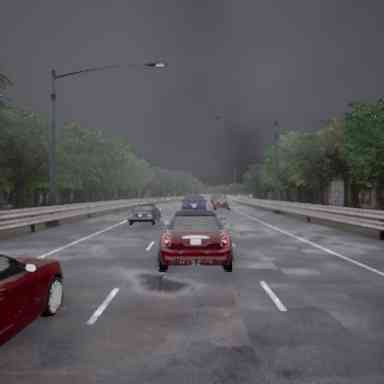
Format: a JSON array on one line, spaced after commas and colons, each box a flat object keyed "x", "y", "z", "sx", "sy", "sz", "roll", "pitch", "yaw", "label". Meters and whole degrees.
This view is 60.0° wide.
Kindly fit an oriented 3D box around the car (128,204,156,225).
[{"x": -3.356, "y": 1.599, "z": 24.245, "sx": 2.033, "sy": 1.411, "sz": 5.357, "roll": 0, "pitch": 0, "yaw": 1, "label": "car"}]

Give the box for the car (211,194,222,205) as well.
[{"x": 4.856, "y": 1.530, "z": 67.763, "sx": 2.150, "sy": 2.045, "sz": 5.566, "roll": 0, "pitch": -1, "yaw": 3, "label": "car"}]

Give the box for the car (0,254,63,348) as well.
[{"x": -3.400, "y": 1.481, "z": 4.432, "sx": 1.882, "sy": 1.535, "sz": 5.008, "roll": 0, "pitch": 0, "yaw": 0, "label": "car"}]

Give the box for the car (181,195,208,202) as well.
[{"x": 0.211, "y": 1.296, "z": 30.034, "sx": 2.150, "sy": 2.045, "sz": 5.566, "roll": 0, "pitch": 0, "yaw": 1, "label": "car"}]

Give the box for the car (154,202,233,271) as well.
[{"x": 0.101, "y": 1.366, "z": 11.089, "sx": 2.097, "sy": 1.767, "sz": 4.553, "roll": 0, "pitch": 0, "yaw": 0, "label": "car"}]

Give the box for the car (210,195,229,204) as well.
[{"x": 3.957, "y": 1.500, "z": 45.884, "sx": 2.097, "sy": 1.767, "sz": 4.553, "roll": 0, "pitch": 0, "yaw": 2, "label": "car"}]
